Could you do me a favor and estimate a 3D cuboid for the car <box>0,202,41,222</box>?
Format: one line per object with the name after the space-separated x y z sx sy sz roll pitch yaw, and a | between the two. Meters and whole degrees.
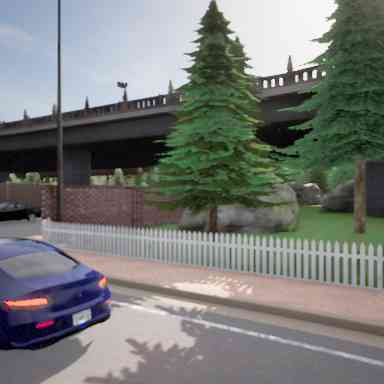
-13.962 1.544 25.068 1.882 1.535 5.008 0 0 30 | car

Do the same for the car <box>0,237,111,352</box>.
-3.436 1.528 5.723 4.674 1.442 1.812 0 0 32 | car
